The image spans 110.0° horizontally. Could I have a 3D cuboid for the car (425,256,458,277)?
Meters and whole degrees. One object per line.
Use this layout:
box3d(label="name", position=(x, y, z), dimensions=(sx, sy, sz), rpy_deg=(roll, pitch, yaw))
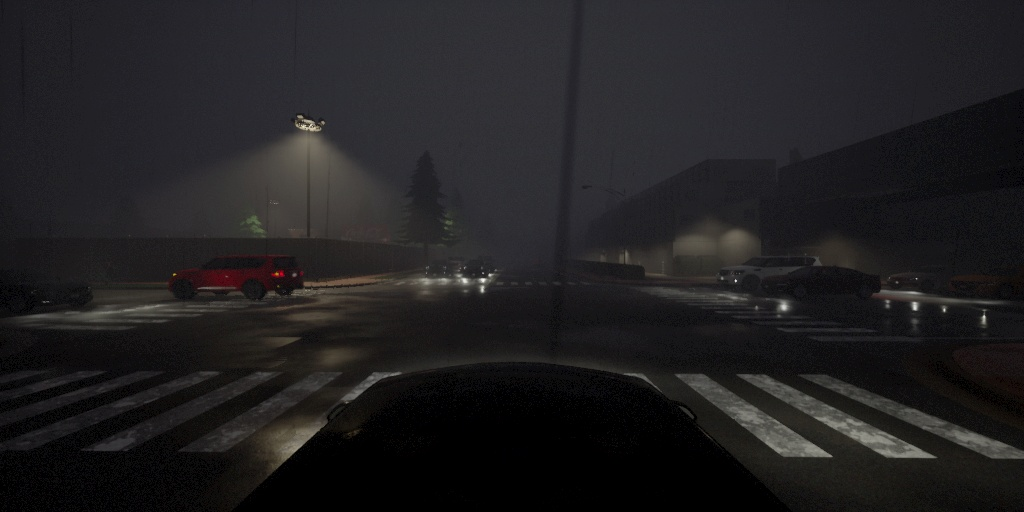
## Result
box3d(label="car", position=(-6.904, 1.098, 34.494), dimensions=(2.097, 1.767, 4.553), rpy_deg=(0, 0, 1))

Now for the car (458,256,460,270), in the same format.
box3d(label="car", position=(-6.809, 0.968, 43.719), dimensions=(2.150, 2.045, 5.566), rpy_deg=(0, 0, 1))

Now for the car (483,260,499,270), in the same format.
box3d(label="car", position=(-3.157, 1.292, 54.407), dimensions=(2.033, 1.411, 5.357), rpy_deg=(0, 0, 1))

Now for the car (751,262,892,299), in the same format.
box3d(label="car", position=(14.959, 1.226, 17.538), dimensions=(5.008, 1.535, 1.882), rpy_deg=(0, 0, 0))

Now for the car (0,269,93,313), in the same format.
box3d(label="car", position=(-18.646, 1.210, 13.254), dimensions=(5.008, 1.535, 1.882), rpy_deg=(0, 0, 0))

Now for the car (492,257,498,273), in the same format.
box3d(label="car", position=(-3.305, 0.967, 43.968), dimensions=(2.150, 2.045, 5.566), rpy_deg=(0, 0, 0))

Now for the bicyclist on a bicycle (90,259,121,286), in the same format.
box3d(label="bicyclist on a bicycle", position=(-25.192, 1.034, 22.243), dimensions=(0.582, 1.620, 1.656), rpy_deg=(0, 0, 0))

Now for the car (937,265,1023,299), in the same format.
box3d(label="car", position=(24.537, 1.226, 17.520), dimensions=(5.008, 1.535, 1.882), rpy_deg=(0, 0, 0))

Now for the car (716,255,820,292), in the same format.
box3d(label="car", position=(15.124, 0.969, 21.055), dimensions=(5.566, 2.045, 2.150), rpy_deg=(0, 0, 1))

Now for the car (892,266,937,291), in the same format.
box3d(label="car", position=(24.891, 1.274, 21.006), dimensions=(4.674, 1.442, 1.812), rpy_deg=(0, 0, 0))

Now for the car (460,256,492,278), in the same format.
box3d(label="car", position=(-3.405, 1.098, 34.376), dimensions=(2.097, 1.767, 4.553), rpy_deg=(0, 0, 1))

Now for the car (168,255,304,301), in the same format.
box3d(label="car", position=(-12.925, 0.958, 17.011), dimensions=(5.566, 2.045, 2.150), rpy_deg=(0, 0, 3))
